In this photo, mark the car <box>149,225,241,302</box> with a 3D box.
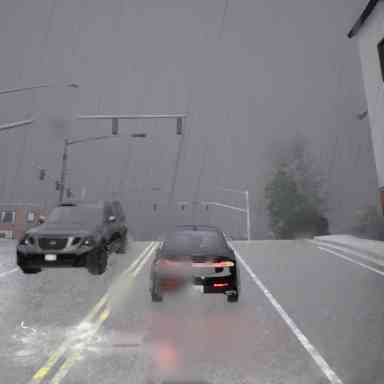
[{"bbox_3d":[0.074,1.595,8.511,2.128,1.511,4.902,0,-1,0],"label":"car"}]

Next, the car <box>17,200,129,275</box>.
[{"bbox_3d":[-3.598,1.321,11.226,2.150,2.045,5.566,0,0,0],"label":"car"}]
